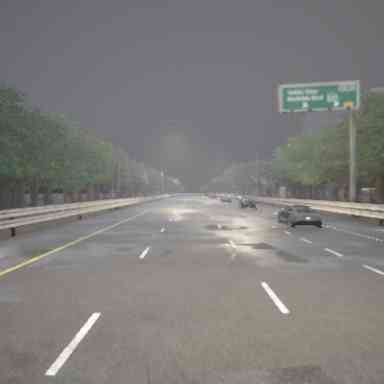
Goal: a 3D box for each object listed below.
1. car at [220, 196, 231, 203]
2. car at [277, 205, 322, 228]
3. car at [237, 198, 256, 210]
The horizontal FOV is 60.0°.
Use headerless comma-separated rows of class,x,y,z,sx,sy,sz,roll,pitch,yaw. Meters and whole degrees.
car,7.077,1.533,70.704,1.994,1.385,4.181,0,0,0
car,7.017,1.561,22.100,1.994,1.385,4.181,0,0,0
car,7.043,1.493,42.890,1.837,1.490,4.892,0,0,0
